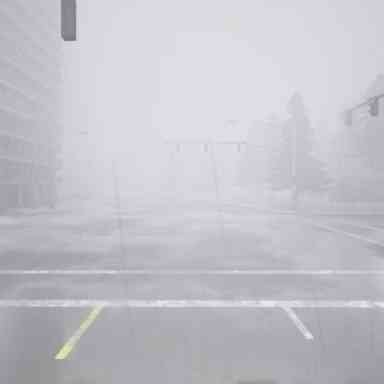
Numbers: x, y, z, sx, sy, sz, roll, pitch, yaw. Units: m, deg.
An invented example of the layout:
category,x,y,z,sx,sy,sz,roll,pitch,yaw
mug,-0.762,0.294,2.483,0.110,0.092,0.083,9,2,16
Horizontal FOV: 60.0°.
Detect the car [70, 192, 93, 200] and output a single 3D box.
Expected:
category,x,y,z,sx,sy,sz,roll,pitch,yaw
car,-20.455,0.741,61.477,4.674,1.442,1.812,2,1,31
